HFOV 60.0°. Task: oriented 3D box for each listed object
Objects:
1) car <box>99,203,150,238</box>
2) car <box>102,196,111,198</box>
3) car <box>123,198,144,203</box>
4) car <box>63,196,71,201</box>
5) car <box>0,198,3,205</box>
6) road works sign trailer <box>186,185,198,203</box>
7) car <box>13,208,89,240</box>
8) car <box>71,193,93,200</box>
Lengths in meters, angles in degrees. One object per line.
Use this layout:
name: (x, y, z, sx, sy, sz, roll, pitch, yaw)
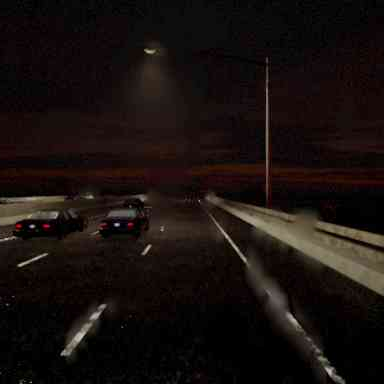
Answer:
car: (-3.402, 1.534, 17.592, 2.033, 1.411, 5.357, 0, 0, 0)
car: (-17.508, 1.508, 67.955, 1.895, 1.301, 4.718, 0, 0, 0)
car: (-6.905, 1.441, 39.622, 1.882, 1.535, 5.008, 0, 0, 0)
car: (-24.508, 1.438, 67.567, 1.812, 1.442, 4.674, 0, 0, 0)
car: (-17.602, 1.200, 26.903, 2.150, 2.045, 5.566, 0, 0, 0)
road works sign trailer: (-0.008, 0.386, 65.149, 2.380, 3.560, 2.880, 0, 0, 0)
car: (-6.902, 1.535, 16.884, 2.033, 1.411, 5.357, 0, 0, 0)
car: (-21.008, 1.149, 64.597, 2.150, 2.045, 5.566, 0, 0, 0)
